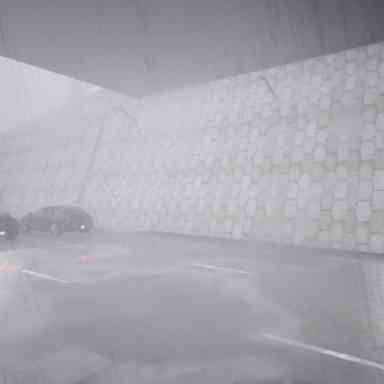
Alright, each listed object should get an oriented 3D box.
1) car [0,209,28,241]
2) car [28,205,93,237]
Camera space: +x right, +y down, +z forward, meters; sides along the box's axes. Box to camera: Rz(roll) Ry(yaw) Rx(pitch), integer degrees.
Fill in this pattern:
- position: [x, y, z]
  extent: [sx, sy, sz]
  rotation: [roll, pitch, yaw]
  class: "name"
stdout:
- position: [-9.884, 1.471, 15.358]
  extent: [4.892, 1.490, 1.837]
  rotation: [0, 0, 36]
  class: "car"
- position: [-7.369, 1.472, 17.862]
  extent: [4.892, 1.490, 1.837]
  rotation: [0, 0, 36]
  class: "car"
